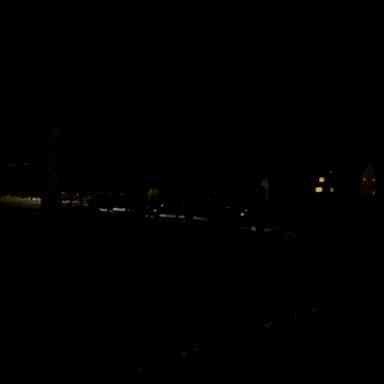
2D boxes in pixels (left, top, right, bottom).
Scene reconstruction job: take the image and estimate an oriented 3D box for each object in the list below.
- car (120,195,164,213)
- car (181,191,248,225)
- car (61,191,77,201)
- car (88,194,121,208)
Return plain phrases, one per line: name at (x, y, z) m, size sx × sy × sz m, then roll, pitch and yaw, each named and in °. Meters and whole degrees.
car at (-4.474, 1.256, 30.437) m, size 1.895 × 1.301 × 4.718 m, roll 0°, pitch 0°, yaw -36°
car at (1.455, 0.979, 22.375) m, size 2.150 × 2.045 × 5.566 m, roll 0°, pitch 0°, yaw -36°
car at (-22.080, 0.661, 59.360) m, size 2.097 × 1.767 × 4.553 m, roll 0°, pitch 0°, yaw -35°
car at (-10.607, 1.038, 38.797) m, size 2.128 × 1.511 × 4.902 m, roll 0°, pitch 0°, yaw -36°
